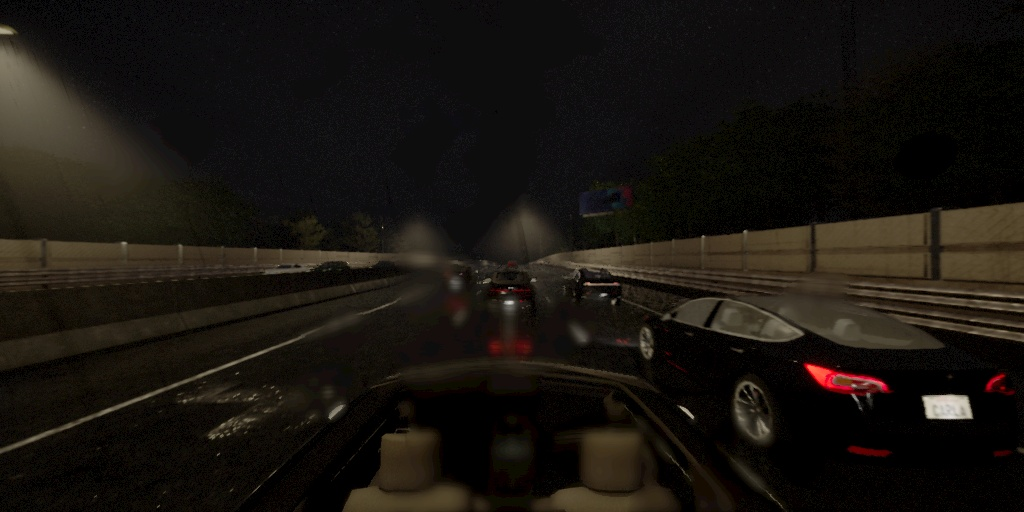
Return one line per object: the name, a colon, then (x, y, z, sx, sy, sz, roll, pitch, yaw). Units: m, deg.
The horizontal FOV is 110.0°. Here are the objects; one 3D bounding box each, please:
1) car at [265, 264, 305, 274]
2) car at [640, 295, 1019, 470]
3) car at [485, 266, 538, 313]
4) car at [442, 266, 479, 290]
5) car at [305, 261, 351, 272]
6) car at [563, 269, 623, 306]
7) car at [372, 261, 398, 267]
car: (-21.055, 1.456, 33.831, 1.812, 1.442, 4.674, 0, -1, 0)
car: (3.499, 1.270, 5.221, 2.163, 1.488, 4.792, 0, 0, 0)
car: (-0.039, 1.317, 14.327, 1.837, 1.490, 4.892, 0, 0, 0)
car: (-3.397, 1.370, 23.958, 1.837, 1.490, 4.892, 0, 0, 0)
car: (-17.547, 1.289, 34.944, 2.097, 1.767, 4.553, 0, 0, 1)
car: (3.501, 1.313, 16.197, 2.128, 1.511, 4.902, 0, 0, 0)
car: (-14.004, 1.319, 39.381, 2.097, 1.767, 4.553, 0, 0, 0)
